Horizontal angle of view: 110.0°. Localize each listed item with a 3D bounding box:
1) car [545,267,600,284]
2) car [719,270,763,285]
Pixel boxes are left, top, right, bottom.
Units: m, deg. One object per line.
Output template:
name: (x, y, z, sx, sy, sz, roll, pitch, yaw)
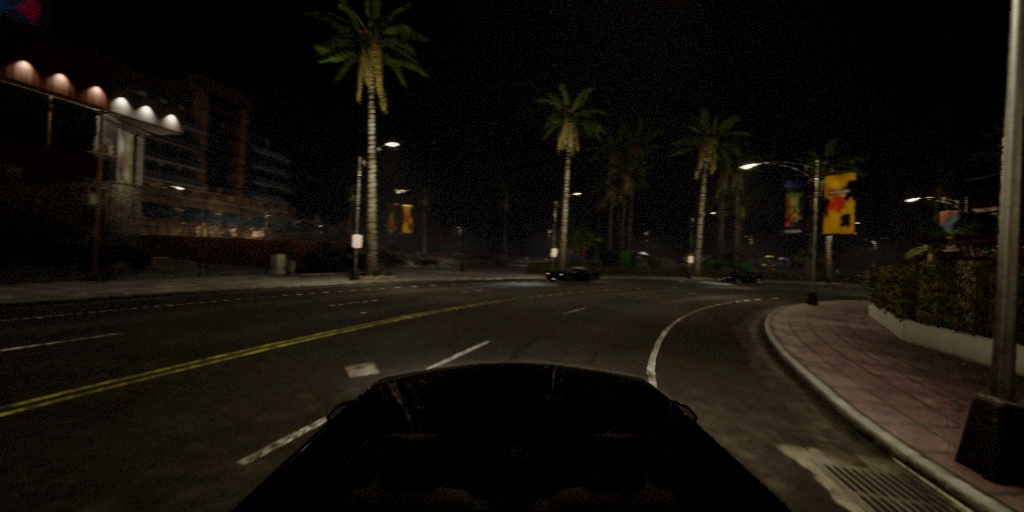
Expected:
car: (4.978, 1.551, 29.350, 4.718, 1.301, 1.895, 2, 0, -38)
car: (25.201, 2.316, 39.412, 4.892, 1.490, 1.837, 3, 0, -16)
